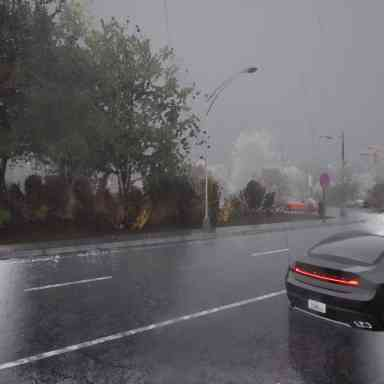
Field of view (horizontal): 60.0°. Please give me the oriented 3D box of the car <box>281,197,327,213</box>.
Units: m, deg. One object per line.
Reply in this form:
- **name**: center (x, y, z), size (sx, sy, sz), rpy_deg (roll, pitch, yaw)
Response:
- **car**: center (12.566, 1.352, 36.862), size (2.097, 1.767, 4.553), rpy_deg (0, 0, -32)

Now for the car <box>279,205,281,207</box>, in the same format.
- **car**: center (13.412, 1.501, 49.026), size (1.837, 1.490, 4.892), rpy_deg (0, 0, -32)

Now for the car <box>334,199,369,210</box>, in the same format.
- **car**: center (20.924, 1.564, 43.668), size (1.994, 1.385, 4.181), rpy_deg (0, 0, -32)

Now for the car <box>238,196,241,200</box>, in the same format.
- **car**: center (8.678, 1.446, 63.107), size (2.033, 1.411, 5.357), rpy_deg (0, 1, -32)

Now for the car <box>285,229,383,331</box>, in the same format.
- **car**: center (3.891, 1.505, 6.513), size (4.892, 1.490, 1.837), rpy_deg (0, 0, -35)
